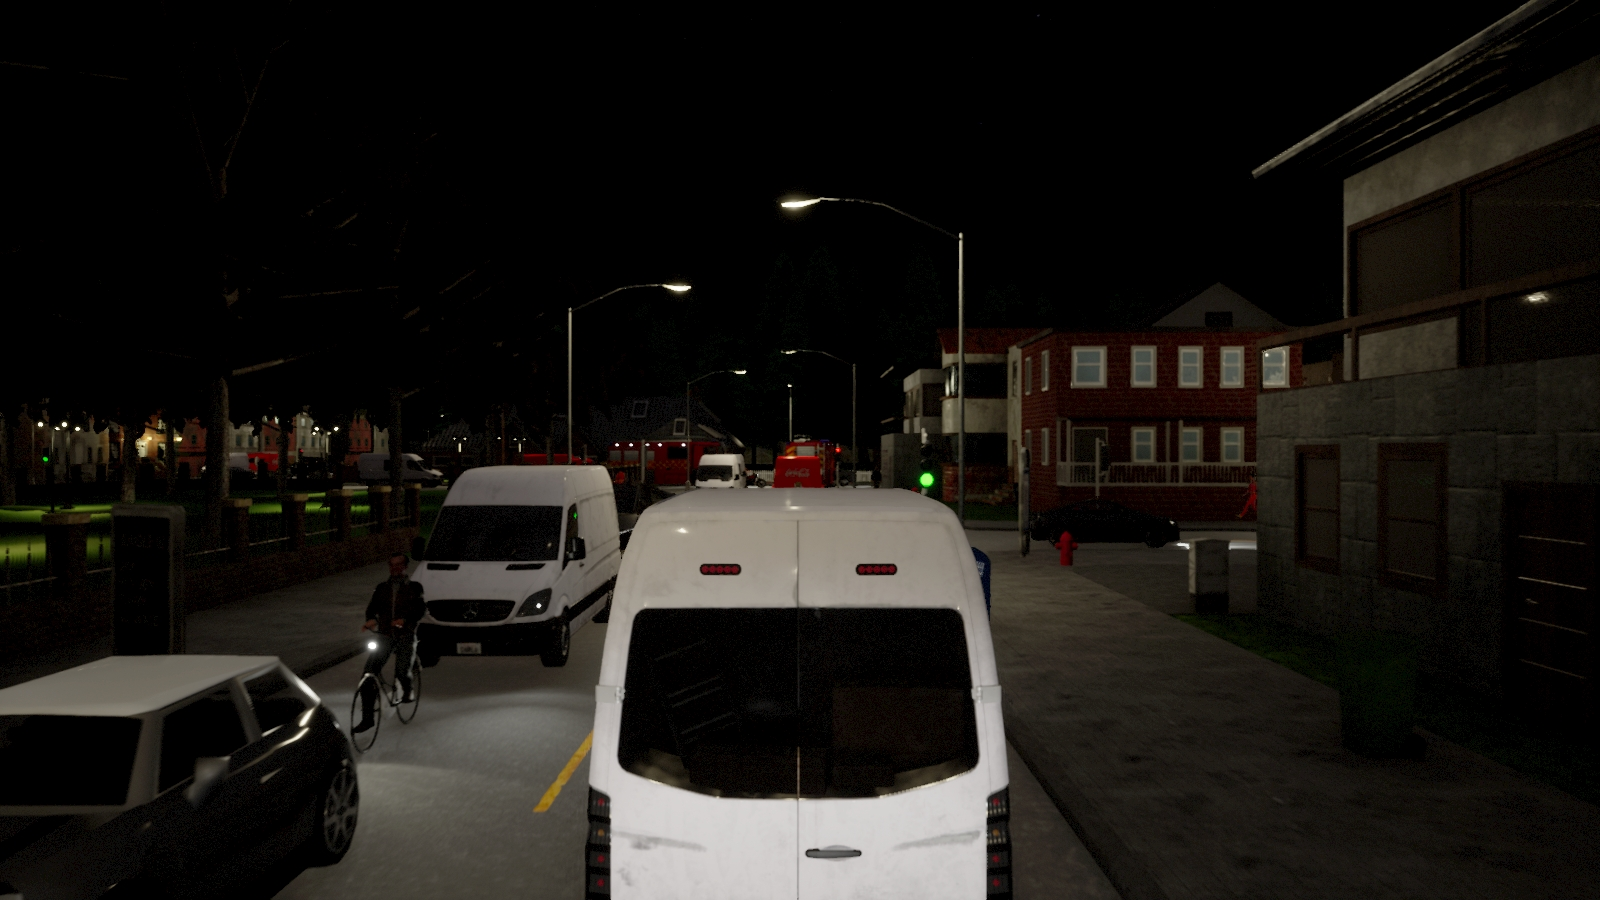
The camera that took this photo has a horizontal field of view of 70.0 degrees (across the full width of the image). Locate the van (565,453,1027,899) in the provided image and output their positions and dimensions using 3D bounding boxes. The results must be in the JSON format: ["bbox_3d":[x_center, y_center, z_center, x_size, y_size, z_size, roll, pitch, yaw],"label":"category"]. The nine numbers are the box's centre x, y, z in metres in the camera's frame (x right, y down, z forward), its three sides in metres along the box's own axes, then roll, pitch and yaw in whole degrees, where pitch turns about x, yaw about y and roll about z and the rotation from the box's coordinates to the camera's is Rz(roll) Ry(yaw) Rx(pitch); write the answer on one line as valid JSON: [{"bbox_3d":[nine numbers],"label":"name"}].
[{"bbox_3d":[-0.020,1.312,7.878,1.988,2.561,5.915,0,0,0],"label":"van"}]

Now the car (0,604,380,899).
[{"bbox_3d":[-4.005,1.843,6.315,1.970,1.475,3.806,0,0,0],"label":"car"}]

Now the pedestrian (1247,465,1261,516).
[{"bbox_3d":[16.900,1.505,42.508,0.375,1.860,0.375,0,0,1],"label":"pedestrian"}]

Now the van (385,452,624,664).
[{"bbox_3d":[-4.033,1.310,16.771,1.988,2.561,5.915,0,0,0],"label":"van"}]

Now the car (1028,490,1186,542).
[{"bbox_3d":[8.889,1.890,33.385,4.181,1.385,1.994,0,0,6],"label":"car"}]
